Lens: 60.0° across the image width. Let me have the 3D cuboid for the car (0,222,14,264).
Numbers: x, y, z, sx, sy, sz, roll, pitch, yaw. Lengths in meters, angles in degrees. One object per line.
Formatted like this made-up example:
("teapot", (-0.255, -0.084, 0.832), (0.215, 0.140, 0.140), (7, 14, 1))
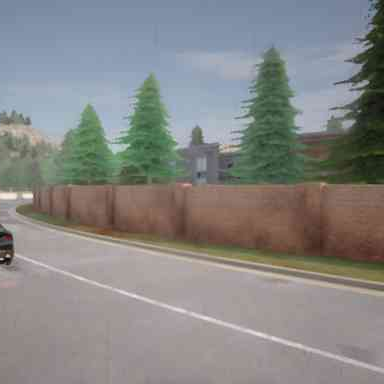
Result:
("car", (-7.200, 1.413, 10.444), (4.892, 1.490, 1.837), (1, 0, 44))
